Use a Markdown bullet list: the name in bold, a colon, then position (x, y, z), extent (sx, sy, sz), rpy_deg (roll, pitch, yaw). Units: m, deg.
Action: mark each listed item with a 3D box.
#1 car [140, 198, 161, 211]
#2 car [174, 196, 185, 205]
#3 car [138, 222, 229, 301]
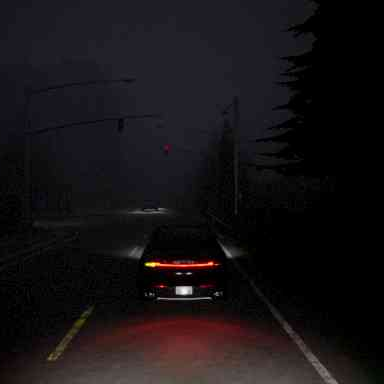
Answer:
- **car**: position (-5.137, 1.526, 40.655), extent (1.812, 1.442, 4.674), rpy_deg (0, 0, -3)
- **car**: position (-2.240, 1.477, 60.605), extent (1.882, 1.535, 5.008), rpy_deg (0, 0, -3)
- **car**: position (-0.218, 1.505, 8.343), extent (1.837, 1.490, 4.892), rpy_deg (0, 0, -2)
